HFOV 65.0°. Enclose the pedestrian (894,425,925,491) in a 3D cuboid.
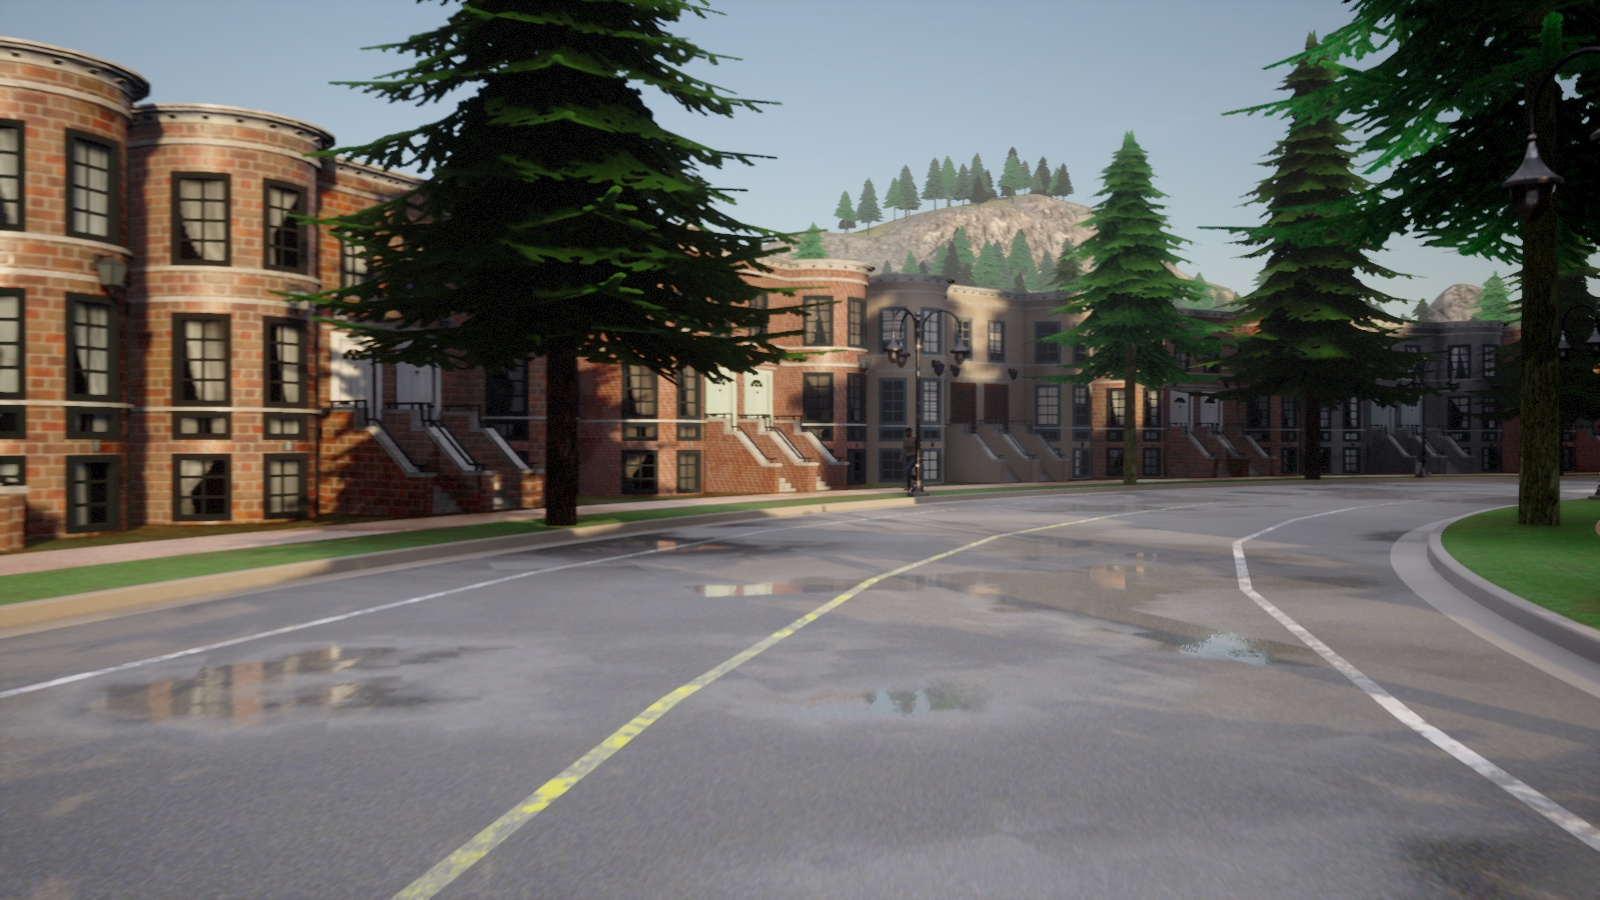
[{"bbox_3d":[3.020,0.213,34.569,0.869,1.805,0.328,0,0,-42],"label":"pedestrian"}]
